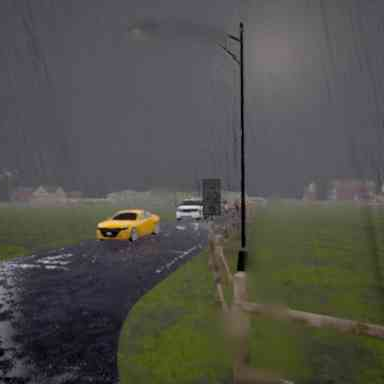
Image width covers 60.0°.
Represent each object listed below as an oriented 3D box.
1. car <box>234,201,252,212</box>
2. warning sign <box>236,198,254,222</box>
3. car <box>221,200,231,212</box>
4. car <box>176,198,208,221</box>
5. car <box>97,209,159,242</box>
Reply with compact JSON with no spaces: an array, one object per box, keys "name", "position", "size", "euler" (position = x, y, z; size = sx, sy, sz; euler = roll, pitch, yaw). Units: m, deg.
[{"name":"car","position":[7.290,2.250,48.856],"size":[1.895,1.301,4.718],"euler":[-1,-1,14]},{"name":"warning sign","position":[4.292,1.443,26.988],"size":[1.300,1.860,1.060],"euler":[-1,-1,14]},{"name":"car","position":[4.568,2.034,49.707],"size":[2.097,1.767,4.553],"euler":[-1,-1,14]},{"name":"car","position":[0.117,1.647,32.134],"size":[2.150,2.045,5.566],"euler":[-1,0,14]},{"name":"car","position":[-3.341,1.728,18.180],"size":[1.882,1.535,5.008],"euler":[-1,-1,14]}]
